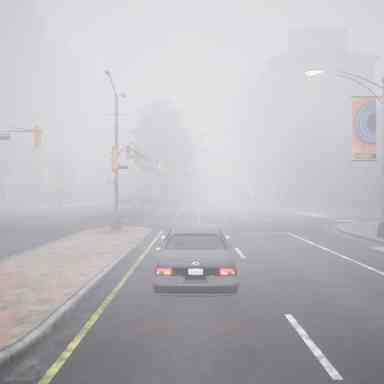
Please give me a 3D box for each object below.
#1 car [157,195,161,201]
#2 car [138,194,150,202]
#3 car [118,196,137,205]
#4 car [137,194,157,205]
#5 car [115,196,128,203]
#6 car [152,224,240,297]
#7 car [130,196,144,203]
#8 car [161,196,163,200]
[{"bbox_3d":[-7.928,1.526,67.449,1.812,1.442,4.674,0,0,1],"label":"car"},{"bbox_3d":[-11.394,1.355,79.549,2.097,1.767,4.553,0,0,0],"label":"car"},{"bbox_3d":[-11.489,1.491,59.616,2.128,1.511,4.902,0,0,0],"label":"car"},{"bbox_3d":[-7.994,1.564,58.932,1.994,1.385,4.181,0,0,1],"label":"car"},{"bbox_3d":[-14.657,1.595,69.419,1.895,1.301,4.718,0,0,0],"label":"car"},{"bbox_3d":[0.086,1.547,8.771,2.033,1.411,5.357,0,0,0],"label":"car"},{"bbox_3d":[-11.407,1.525,69.537,2.128,1.511,4.902,0,0,0],"label":"car"},{"bbox_3d":[-7.896,1.500,77.779,1.837,1.490,4.892,0,0,0],"label":"car"}]
